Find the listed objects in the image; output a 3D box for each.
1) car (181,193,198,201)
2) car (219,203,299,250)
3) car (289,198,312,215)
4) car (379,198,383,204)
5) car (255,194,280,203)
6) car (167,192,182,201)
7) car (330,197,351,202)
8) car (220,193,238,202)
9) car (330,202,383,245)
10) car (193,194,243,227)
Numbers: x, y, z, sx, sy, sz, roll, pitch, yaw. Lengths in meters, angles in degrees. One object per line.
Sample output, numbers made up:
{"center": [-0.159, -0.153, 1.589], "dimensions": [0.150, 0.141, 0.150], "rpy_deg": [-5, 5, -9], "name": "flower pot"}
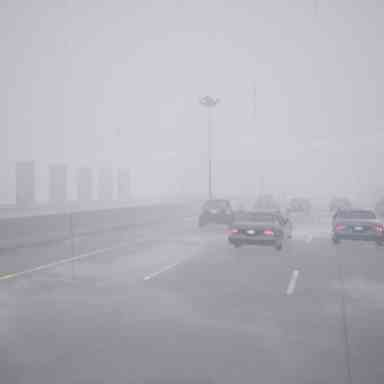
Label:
{"center": [0.219, 0.993, 63.467], "dimensions": [1.837, 1.490, 4.892], "rpy_deg": [0, 1, 22], "name": "car"}
{"center": [3.008, 1.409, 13.790], "dimensions": [2.033, 1.411, 5.357], "rpy_deg": [0, 0, 23], "name": "car"}
{"center": [9.499, 1.224, 29.429], "dimensions": [2.033, 1.411, 5.357], "rpy_deg": [0, 0, 23], "name": "car"}
{"center": [15.952, 1.185, 26.717], "dimensions": [2.033, 1.411, 5.357], "rpy_deg": [0, 0, 23], "name": "car"}
{"center": [8.004, 0.999, 35.025], "dimensions": [2.097, 1.767, 4.553], "rpy_deg": [0, 1, 22], "name": "car"}
{"center": [-3.186, 0.866, 64.353], "dimensions": [2.097, 1.767, 4.553], "rpy_deg": [0, 0, 22], "name": "car"}
{"center": [14.795, 1.160, 33.147], "dimensions": [1.994, 1.385, 4.181], "rpy_deg": [0, 0, 22], "name": "car"}
{"center": [6.848, 0.994, 61.200], "dimensions": [2.033, 1.411, 5.357], "rpy_deg": [0, 0, 22], "name": "car"}
{"center": [7.124, 1.365, 14.565], "dimensions": [2.033, 1.411, 5.357], "rpy_deg": [0, 1, 23], "name": "car"}
{"center": [2.078, 1.168, 20.648], "dimensions": [2.097, 1.767, 4.553], "rpy_deg": [0, 1, 23], "name": "car"}
